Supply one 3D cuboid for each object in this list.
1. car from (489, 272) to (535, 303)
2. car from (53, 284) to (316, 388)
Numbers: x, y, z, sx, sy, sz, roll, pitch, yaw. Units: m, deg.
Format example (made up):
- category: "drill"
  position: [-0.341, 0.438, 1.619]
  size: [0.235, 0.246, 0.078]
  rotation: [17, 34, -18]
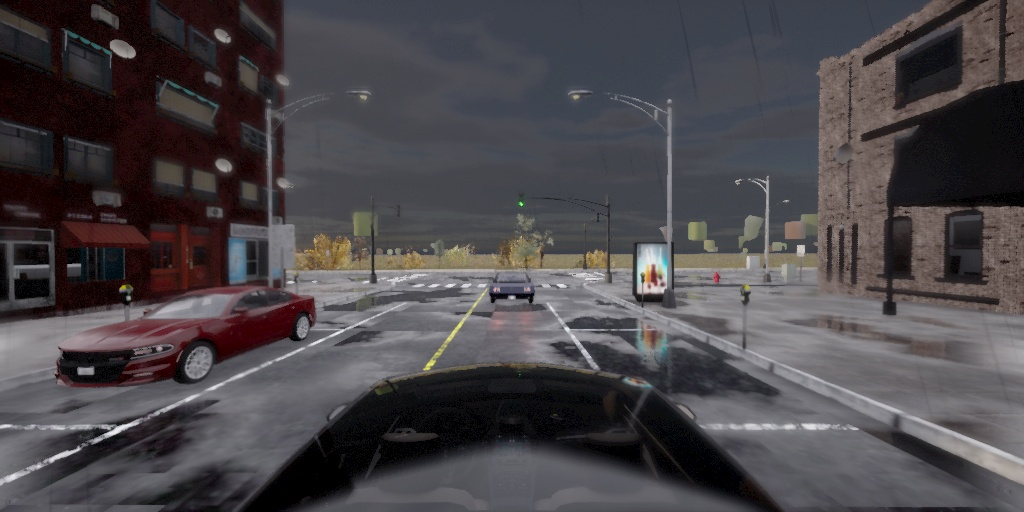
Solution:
- category: "car"
  position: [0.000, 1.363, 16.531]
  size: [1.895, 1.301, 4.718]
  rotation: [0, 0, 0]
- category: "car"
  position: [-5.691, 1.293, 7.041]
  size: [1.888, 1.381, 4.507]
  rotation: [0, 0, 0]
